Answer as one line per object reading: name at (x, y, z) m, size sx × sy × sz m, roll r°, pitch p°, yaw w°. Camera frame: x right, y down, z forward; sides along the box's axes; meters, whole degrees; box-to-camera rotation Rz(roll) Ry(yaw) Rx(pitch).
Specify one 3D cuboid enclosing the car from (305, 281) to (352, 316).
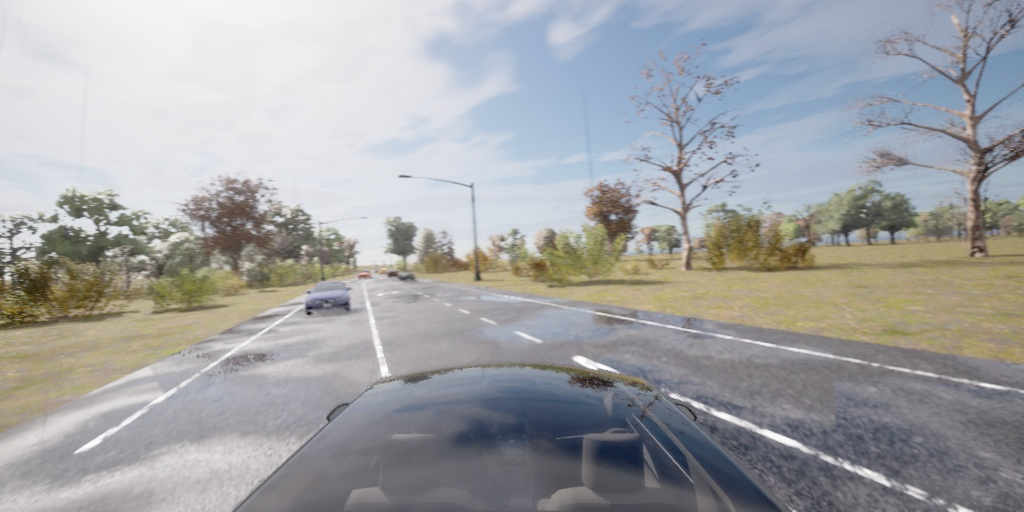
car at (-9.048, 1.994, 17.922) m, size 1.812 × 1.442 × 4.674 m, roll -3°, pitch -1°, yaw -23°

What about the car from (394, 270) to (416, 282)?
car at (-14.102, 2.697, 47.785) m, size 1.895 × 1.301 × 4.718 m, roll -3°, pitch -1°, yaw -23°
